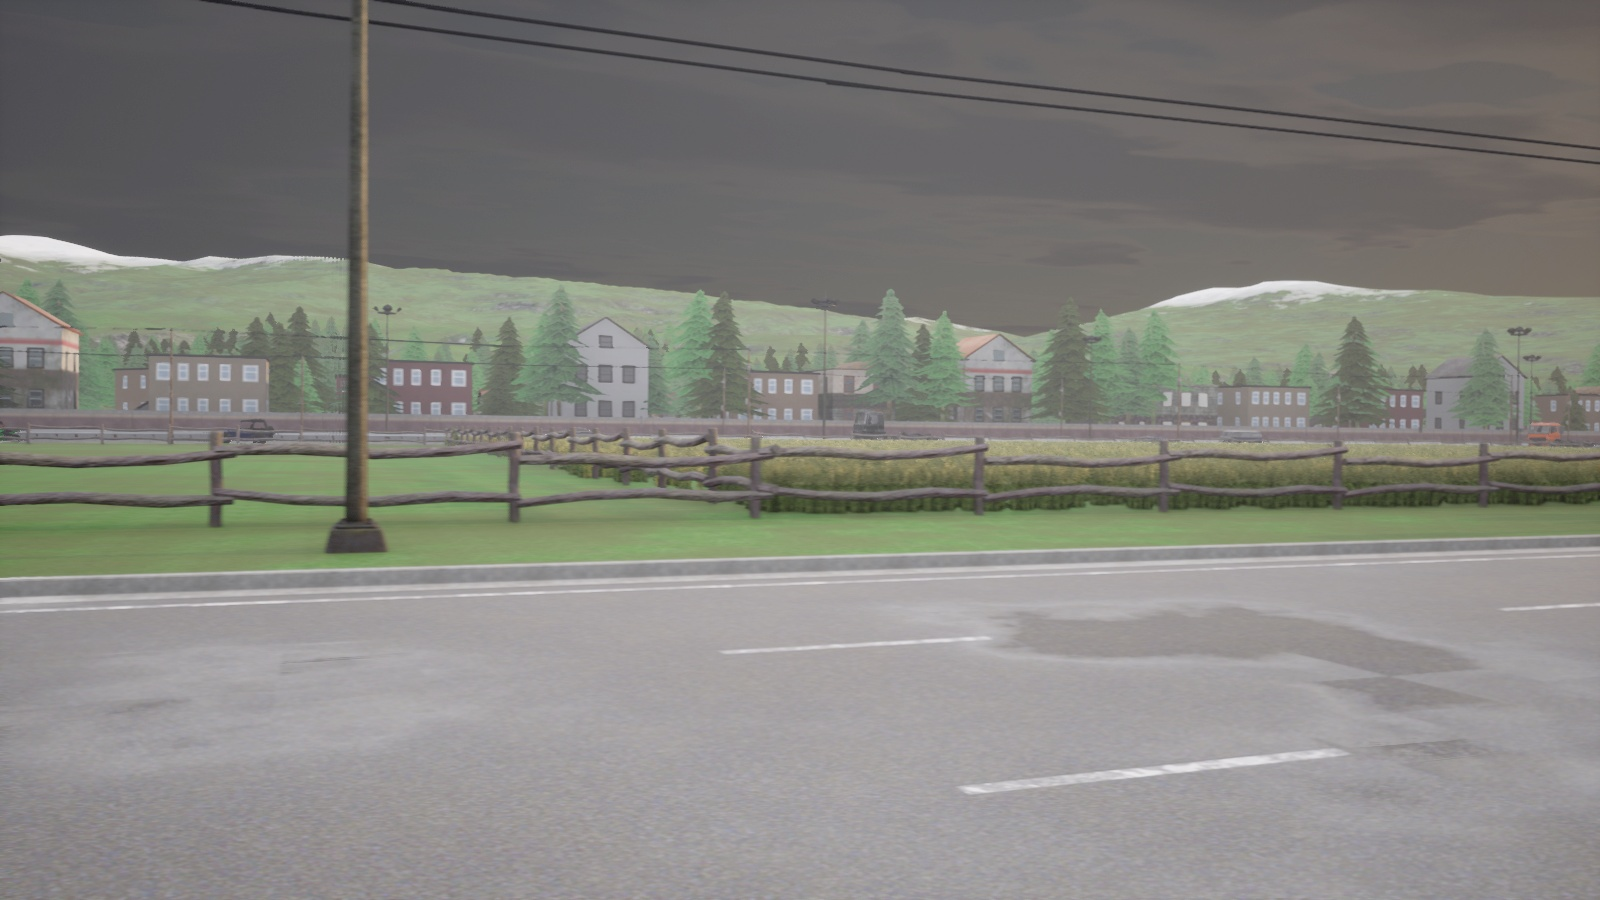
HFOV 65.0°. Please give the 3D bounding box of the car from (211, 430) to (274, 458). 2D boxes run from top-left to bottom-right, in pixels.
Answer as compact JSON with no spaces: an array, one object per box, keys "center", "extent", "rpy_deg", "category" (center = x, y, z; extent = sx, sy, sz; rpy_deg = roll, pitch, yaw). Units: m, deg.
[{"center":[-39.094,-0.418,88.124],"extent":[3.866,1.878,1.905],"rpy_deg":[-1,1,-21],"category":"car"}]
